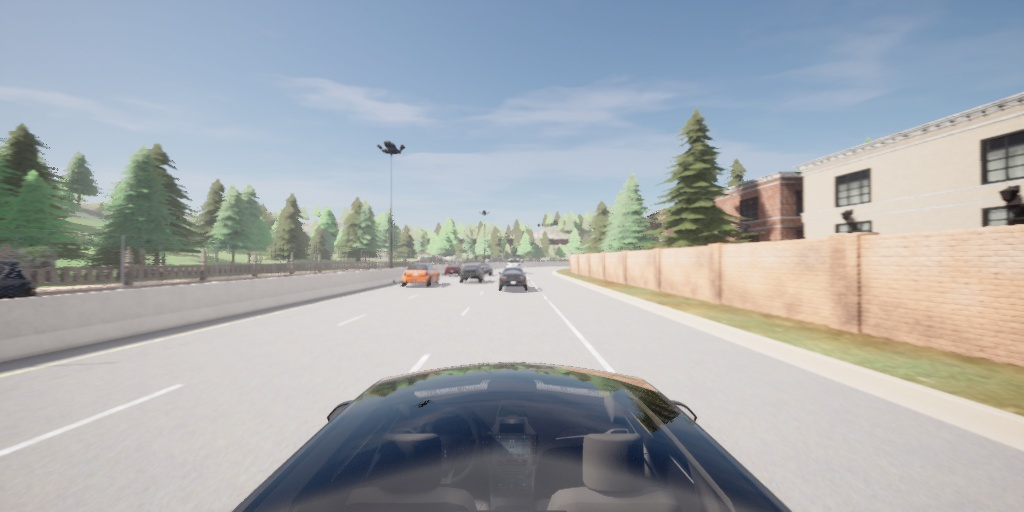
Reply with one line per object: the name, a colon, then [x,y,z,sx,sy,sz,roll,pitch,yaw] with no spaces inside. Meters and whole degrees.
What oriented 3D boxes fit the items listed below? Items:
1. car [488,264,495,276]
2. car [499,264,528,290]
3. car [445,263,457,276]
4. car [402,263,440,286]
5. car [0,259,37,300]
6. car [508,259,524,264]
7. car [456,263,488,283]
car: [-3.344,1.670,44.215,1.812,1.442,4.674,0,0,2]
car: [0.074,1.480,24.158,1.812,1.442,4.674,0,0,0]
car: [-6.863,1.626,43.797,1.882,1.535,5.008,0,0,1]
car: [-6.930,1.354,27.763,2.097,1.767,4.553,0,-1,-1]
car: [-14.104,1.055,7.467,2.150,2.045,5.566,0,-1,0]
car: [0.545,1.430,52.000,2.150,2.045,5.566,0,0,6]
car: [-3.437,1.533,31.622,1.837,1.490,4.892,0,-1,0]
